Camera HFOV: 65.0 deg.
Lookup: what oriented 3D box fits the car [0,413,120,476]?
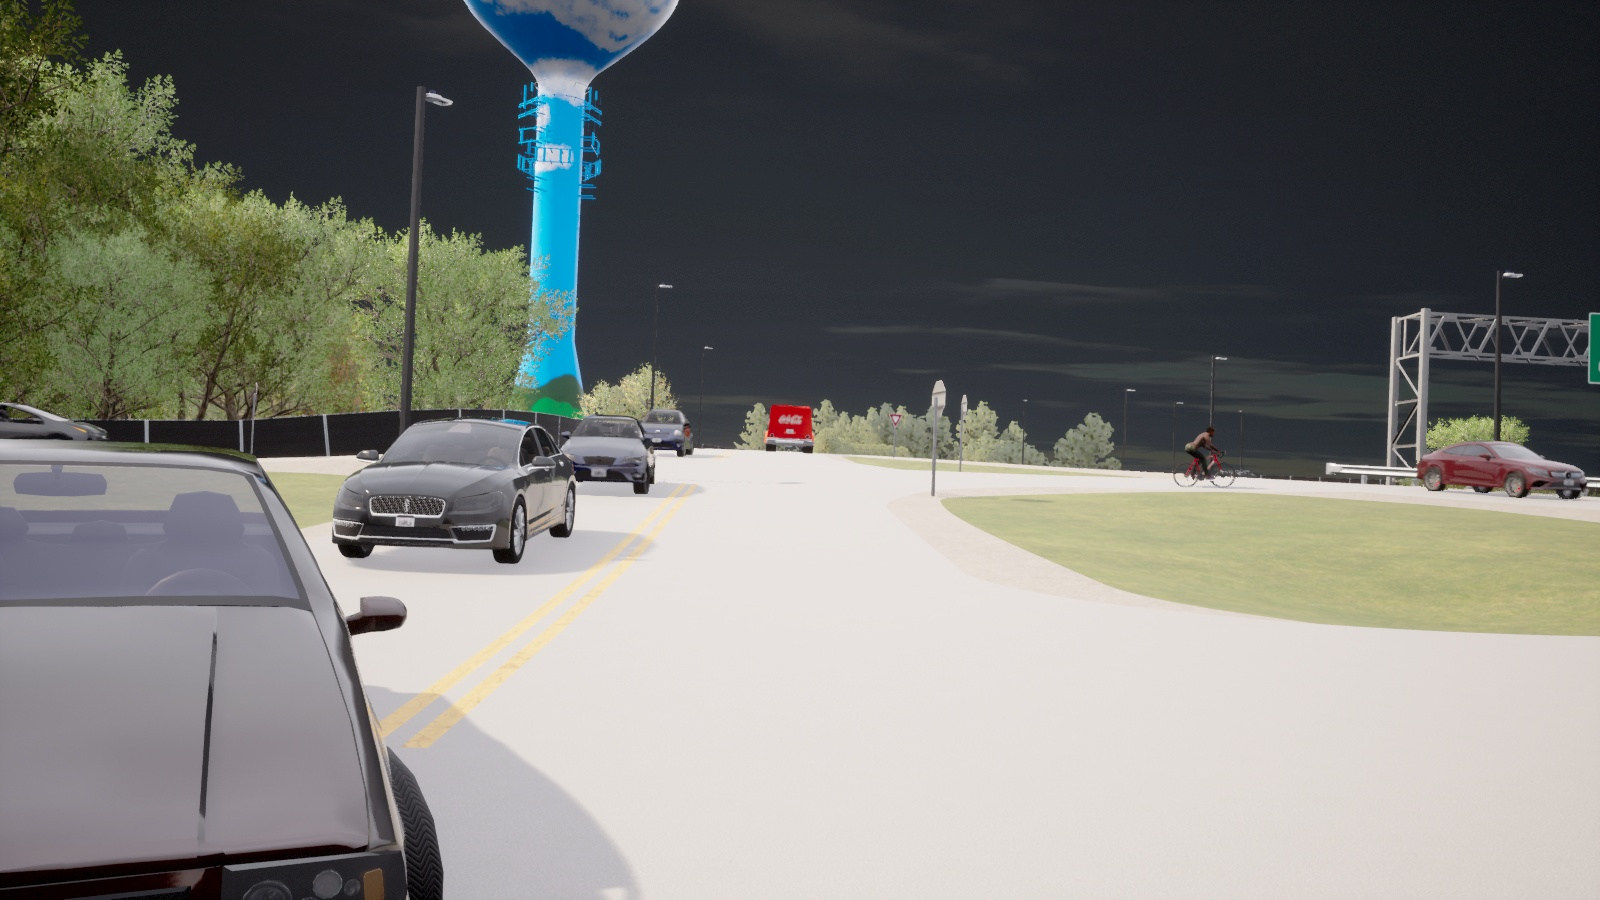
[{"bbox_3d":[-20.106,-0.119,31.976,4.514,1.525,2.007,-1,1,-14],"label":"car"}]

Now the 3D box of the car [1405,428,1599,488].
[{"bbox_3d":[18.708,0.160,33.697,1.812,1.442,4.674,1,1,-14],"label":"car"}]

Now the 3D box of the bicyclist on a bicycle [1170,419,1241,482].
[{"bbox_3d":[10.739,0.013,33.282,1.656,1.620,0.582,-1,1,0],"label":"bicyclist on a bicycle"}]

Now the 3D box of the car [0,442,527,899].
[{"bbox_3d":[-2.553,0.719,4.461,2.033,1.411,5.357,1,1,-24],"label":"car"}]

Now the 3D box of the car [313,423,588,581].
[{"bbox_3d":[-3.828,0.455,14.714,1.837,1.490,4.892,1,2,0],"label":"car"}]

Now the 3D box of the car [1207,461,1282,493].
[{"bbox_3d":[27.550,1.671,78.036,1.932,1.855,4.605,2,-1,-18],"label":"car"}]

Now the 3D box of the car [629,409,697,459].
[{"bbox_3d":[-4.714,-0.571,43.610,1.851,1.617,3.988,1,1,1],"label":"car"}]

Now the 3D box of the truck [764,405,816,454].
[{"bbox_3d":[-0.565,-1.060,67.406,2.627,2.467,5.204,2,0,-1],"label":"truck"}]

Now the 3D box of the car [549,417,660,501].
[{"bbox_3d":[-3.854,0.114,25.360,1.816,1.474,4.193,1,2,-4],"label":"car"}]
